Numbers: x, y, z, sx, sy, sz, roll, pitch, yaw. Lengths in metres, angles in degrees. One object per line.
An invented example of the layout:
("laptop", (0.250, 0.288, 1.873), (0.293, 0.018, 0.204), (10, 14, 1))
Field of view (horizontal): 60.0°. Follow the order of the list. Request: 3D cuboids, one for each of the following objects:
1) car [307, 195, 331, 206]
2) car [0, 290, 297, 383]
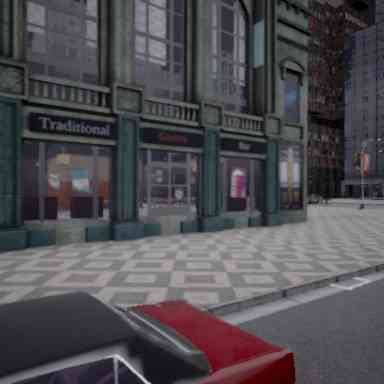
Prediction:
("car", (16.217, 1.160, 44.543), (2.128, 1.511, 4.902), (0, 2, -35))
("car", (-1.477, 1.600, 2.326), (4.718, 1.301, 1.895), (0, 0, -36))
